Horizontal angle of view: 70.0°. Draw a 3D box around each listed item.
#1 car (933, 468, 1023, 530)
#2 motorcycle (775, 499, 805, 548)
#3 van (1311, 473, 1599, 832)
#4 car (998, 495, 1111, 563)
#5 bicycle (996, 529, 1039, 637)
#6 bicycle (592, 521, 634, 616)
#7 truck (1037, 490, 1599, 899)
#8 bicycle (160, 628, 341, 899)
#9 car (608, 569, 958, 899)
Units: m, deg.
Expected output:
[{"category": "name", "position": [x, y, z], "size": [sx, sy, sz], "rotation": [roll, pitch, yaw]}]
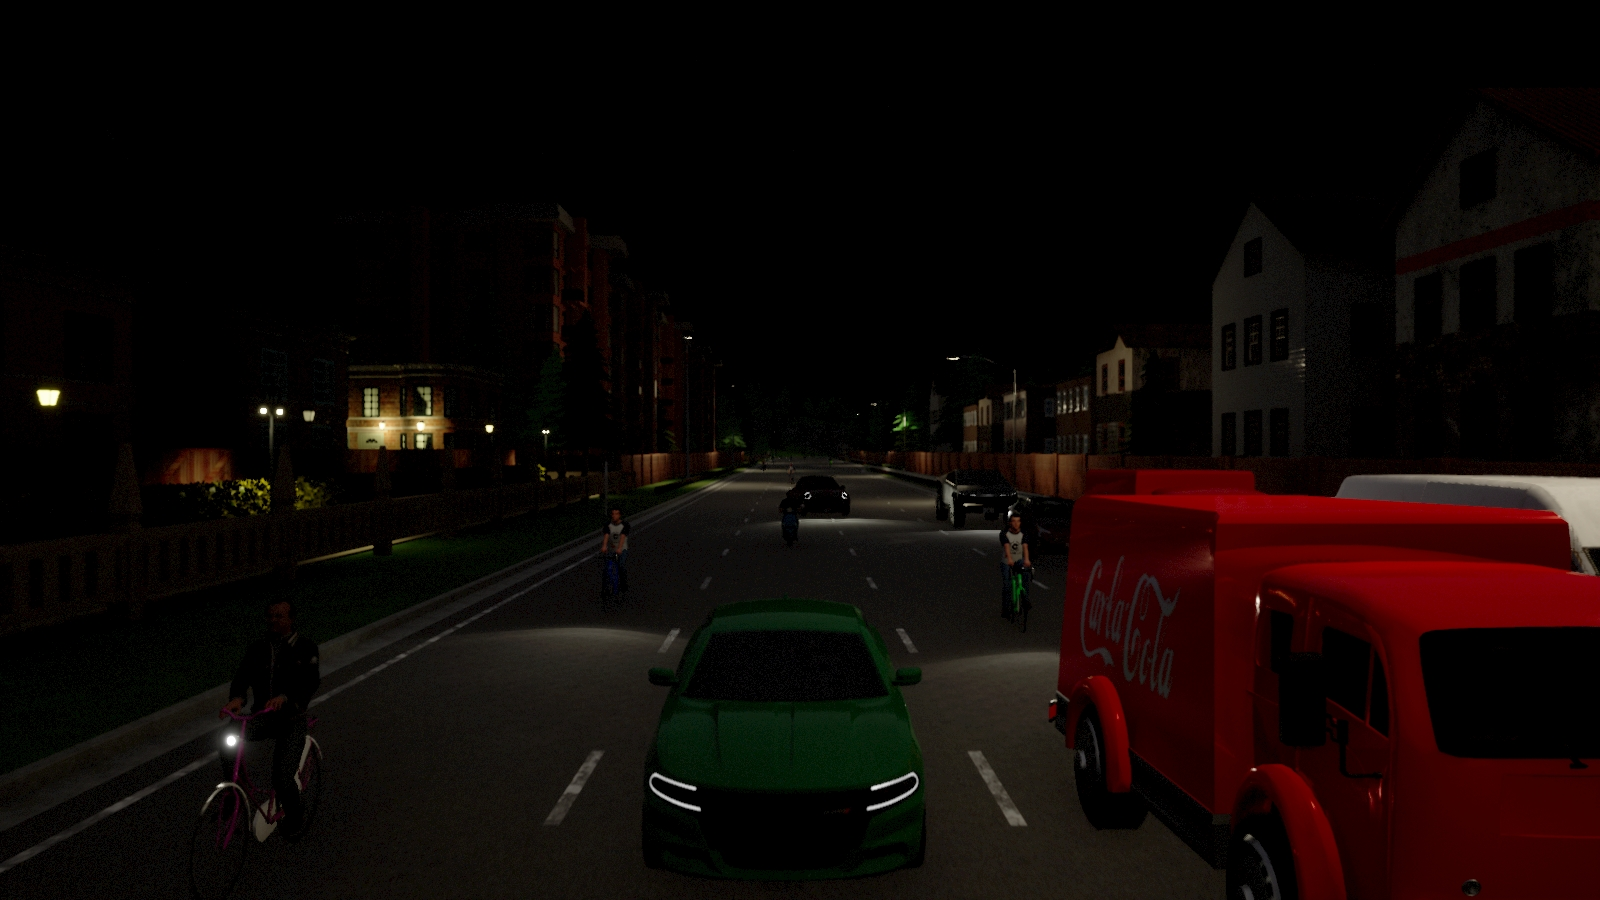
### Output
[{"category": "car", "position": [6.610, 1.766, 43.274], "size": [2.390, 2.098, 6.274], "rotation": [0, 0, 0]}, {"category": "motorcycle", "position": [-0.298, 2.152, 33.707], "size": [0.856, 1.316, 1.805], "rotation": [0, 0, 0]}, {"category": "van", "position": [6.878, 1.539, 10.144], "size": [1.988, 2.561, 5.915], "rotation": [0, 0, 0]}, {"category": "car", "position": [6.710, 2.049, 30.648], "size": [2.007, 1.525, 4.514], "rotation": [0, 0, 0]}, {"category": "bicycle", "position": [3.413, 2.062, 18.013], "size": [0.373, 1.496, 1.643], "rotation": [0, 0, 1]}, {"category": "bicycle", "position": [-3.286, 2.062, 20.161], "size": [0.373, 1.496, 1.643], "rotation": [0, 0, 4]}, {"category": "truck", "position": [3.396, 1.573, 7.343], "size": [2.627, 2.467, 5.204], "rotation": [0, 0, 0]}, {"category": "bicycle", "position": [-3.591, 2.063, 7.617], "size": [0.329, 1.471, 1.835], "rotation": [0, 0, 0]}, {"category": "car", "position": [-0.119, 2.038, 9.357], "size": [2.097, 1.535, 5.006], "rotation": [0, 1, 0]}]
